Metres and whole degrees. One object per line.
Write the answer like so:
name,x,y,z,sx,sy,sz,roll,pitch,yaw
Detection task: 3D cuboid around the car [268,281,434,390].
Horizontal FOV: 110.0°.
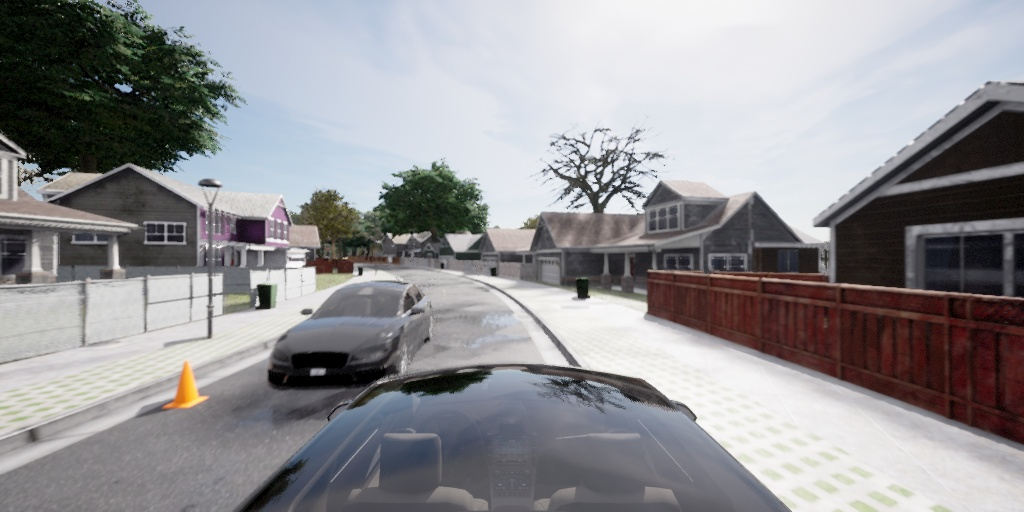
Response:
car,-2.739,1.296,7.170,1.837,1.490,4.892,0,0,-4

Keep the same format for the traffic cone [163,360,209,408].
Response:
traffic cone,-4.493,1.735,4.950,0.340,0.580,0.340,0,0,-3

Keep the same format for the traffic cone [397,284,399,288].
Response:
traffic cone,-6.169,1.835,19.495,0.340,0.580,0.340,0,0,-11
